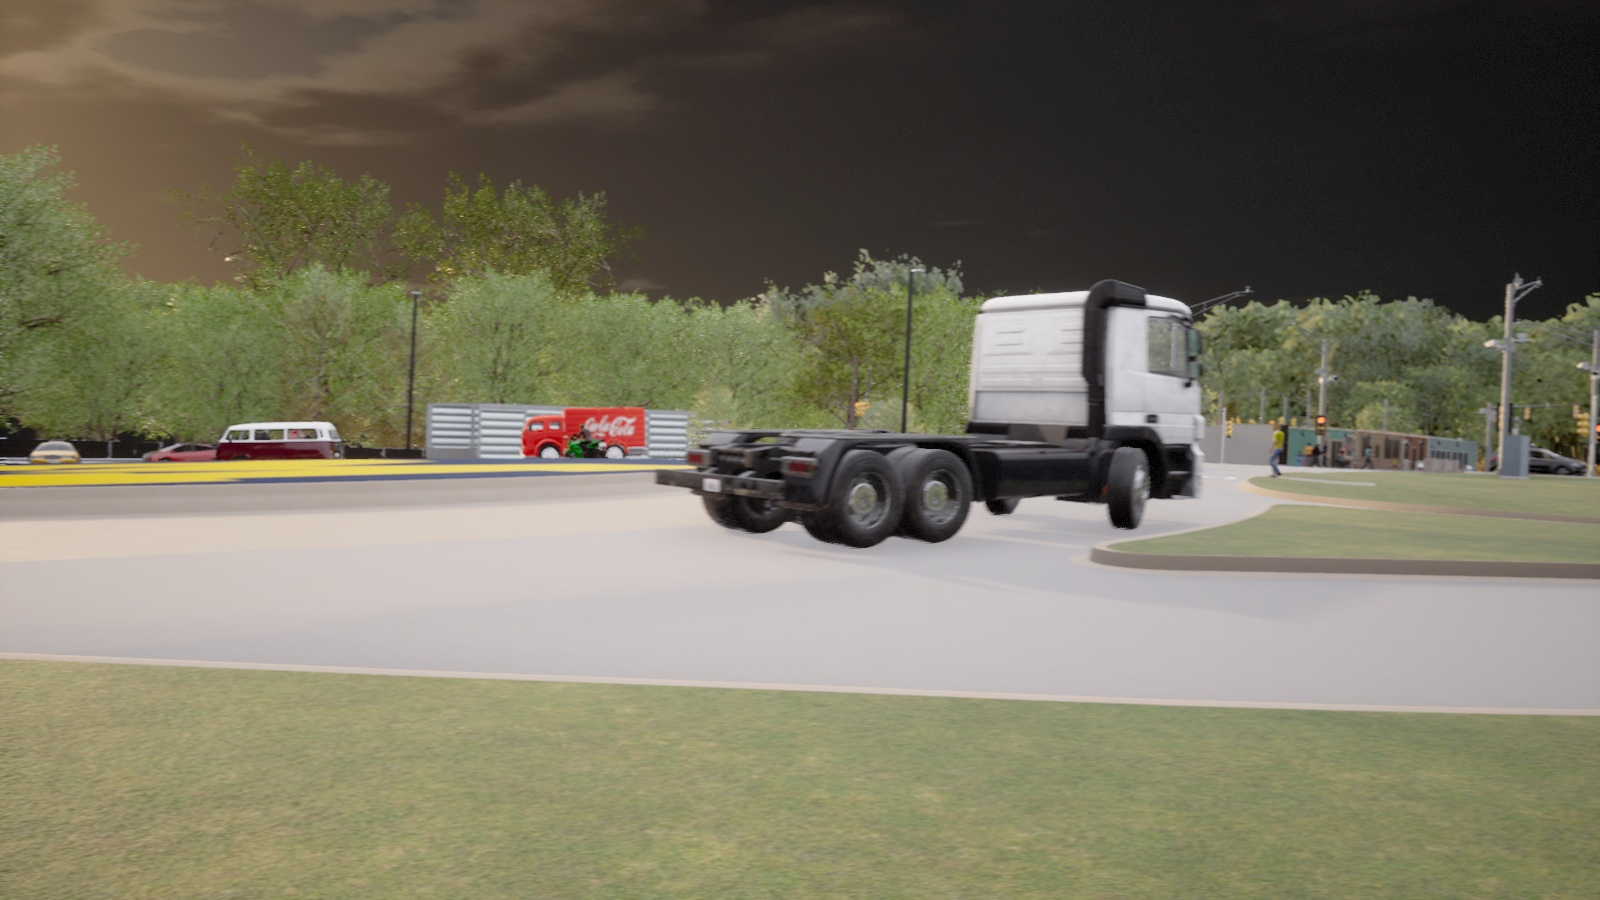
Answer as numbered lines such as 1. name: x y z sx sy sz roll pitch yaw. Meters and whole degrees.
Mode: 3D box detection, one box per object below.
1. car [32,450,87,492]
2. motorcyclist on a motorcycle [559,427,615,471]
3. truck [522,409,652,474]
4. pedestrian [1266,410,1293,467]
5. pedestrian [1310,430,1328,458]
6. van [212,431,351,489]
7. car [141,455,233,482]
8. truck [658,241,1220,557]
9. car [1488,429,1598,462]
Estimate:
1. car: -32.821 0.966 55.738 1.801 1.575 5.366 -1 -2 -28
2. motorcyclist on a motorcycle: -7.612 -0.030 44.831 2.044 1.523 0.797 -1 -1 38
3. truck: -9.141 -0.349 53.646 5.204 2.467 2.627 -3 -2 -14
4. pedestrian: 15.698 -0.370 41.083 0.706 1.836 0.354 1 0 42
5. pedestrian: 35.447 -0.416 85.816 0.634 1.844 0.899 2 0 -41
6. van: -20.048 0.364 48.736 4.480 2.038 2.069 -2 1 -4
7. car: -36.452 1.084 74.767 4.514 1.525 2.007 0 1 -43
8. truck: 2.206 -0.699 17.346 7.936 3.462 2.891 -2 3 -38
9. car: 39.982 -0.251 67.619 2.242 1.667 4.611 2 0 -43
